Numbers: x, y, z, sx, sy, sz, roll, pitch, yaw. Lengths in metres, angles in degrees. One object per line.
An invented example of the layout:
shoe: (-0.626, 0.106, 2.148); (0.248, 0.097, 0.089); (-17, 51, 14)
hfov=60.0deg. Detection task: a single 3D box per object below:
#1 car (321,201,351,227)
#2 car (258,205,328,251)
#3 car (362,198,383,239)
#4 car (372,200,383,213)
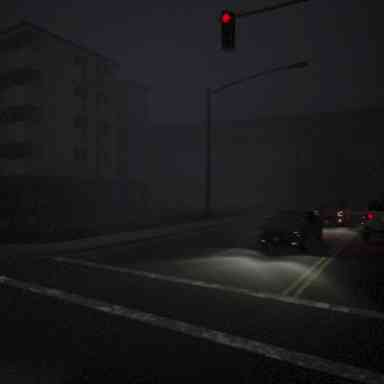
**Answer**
car: (10.136, 1.445, 24.048); (2.097, 1.767, 4.553); (0, 0, 32)
car: (4.508, 1.542, 14.828); (1.882, 1.535, 5.008); (0, 0, 31)
car: (10.267, 1.311, 17.338); (2.150, 2.045, 5.566); (0, 0, 32)
car: (23.956, 1.665, 39.668); (4.892, 1.490, 1.837); (1, 0, -26)
